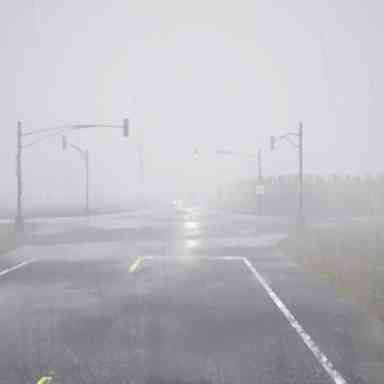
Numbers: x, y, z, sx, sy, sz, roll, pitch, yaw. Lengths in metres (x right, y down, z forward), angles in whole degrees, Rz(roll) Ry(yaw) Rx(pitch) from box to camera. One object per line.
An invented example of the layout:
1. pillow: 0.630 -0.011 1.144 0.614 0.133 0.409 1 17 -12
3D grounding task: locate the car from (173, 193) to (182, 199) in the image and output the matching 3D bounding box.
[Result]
1. car: -3.427 0.944 78.320 2.128 1.511 4.902 0 0 0

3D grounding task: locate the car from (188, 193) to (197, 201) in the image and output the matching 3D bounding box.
1. car: 0.069 1.416 74.168 1.895 1.301 4.718 0 0 0
